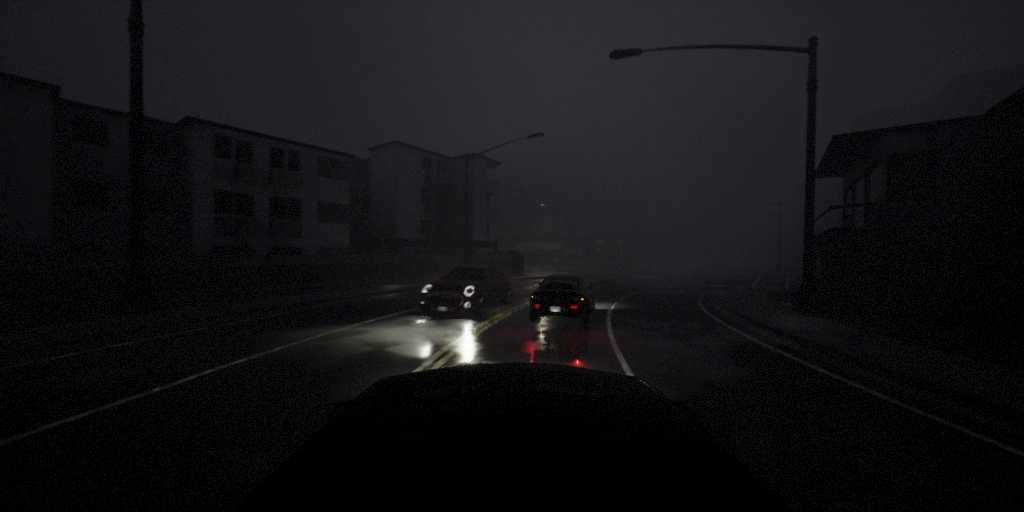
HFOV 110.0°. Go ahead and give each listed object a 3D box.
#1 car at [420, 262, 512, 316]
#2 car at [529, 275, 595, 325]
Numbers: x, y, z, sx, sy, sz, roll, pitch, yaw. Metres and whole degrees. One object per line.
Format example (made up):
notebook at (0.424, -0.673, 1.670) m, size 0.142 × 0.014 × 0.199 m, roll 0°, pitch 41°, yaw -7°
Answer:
car at (-1.561, 1.139, 13.688) m, size 2.097 × 1.767 × 4.553 m, roll 1°, pitch 0°, yaw 18°
car at (1.815, 1.359, 12.298) m, size 1.812 × 1.442 × 4.674 m, roll 1°, pitch -1°, yaw 15°
